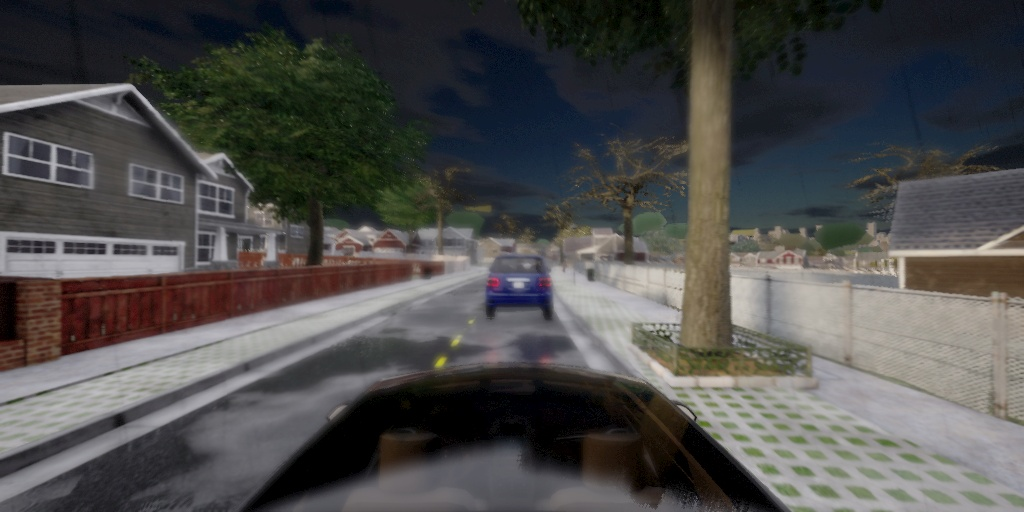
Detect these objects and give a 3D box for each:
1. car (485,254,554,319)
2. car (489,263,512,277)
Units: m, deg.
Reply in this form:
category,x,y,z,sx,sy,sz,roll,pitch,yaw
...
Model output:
category,x,y,z,sx,sy,sz,roll,pitch,yaw
car,0.293,0.990,13.182,2.150,2.045,5.566,0,-1,2
car,-1.141,1.458,37.987,1.895,1.301,4.718,0,0,5
